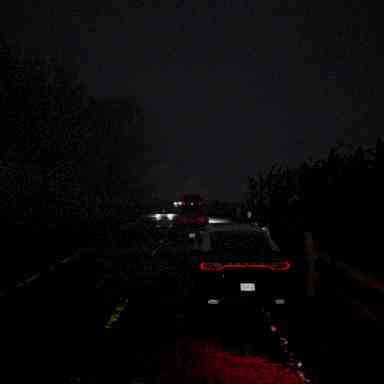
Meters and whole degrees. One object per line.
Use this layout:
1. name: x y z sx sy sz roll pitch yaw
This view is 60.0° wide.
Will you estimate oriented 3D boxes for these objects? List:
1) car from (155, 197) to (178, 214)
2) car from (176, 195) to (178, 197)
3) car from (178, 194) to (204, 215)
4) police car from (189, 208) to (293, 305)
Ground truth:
1. car: -2.799 1.542 35.722 2.033 1.411 5.357 0 0 0
2. car: -2.847 1.488 72.792 2.128 1.511 4.902 0 0 0
3. car: 0.017 1.216 33.805 2.150 2.045 5.566 0 0 0
4. police car: 0.950 1.423 8.281 1.930 1.638 5.238 0 0 0
